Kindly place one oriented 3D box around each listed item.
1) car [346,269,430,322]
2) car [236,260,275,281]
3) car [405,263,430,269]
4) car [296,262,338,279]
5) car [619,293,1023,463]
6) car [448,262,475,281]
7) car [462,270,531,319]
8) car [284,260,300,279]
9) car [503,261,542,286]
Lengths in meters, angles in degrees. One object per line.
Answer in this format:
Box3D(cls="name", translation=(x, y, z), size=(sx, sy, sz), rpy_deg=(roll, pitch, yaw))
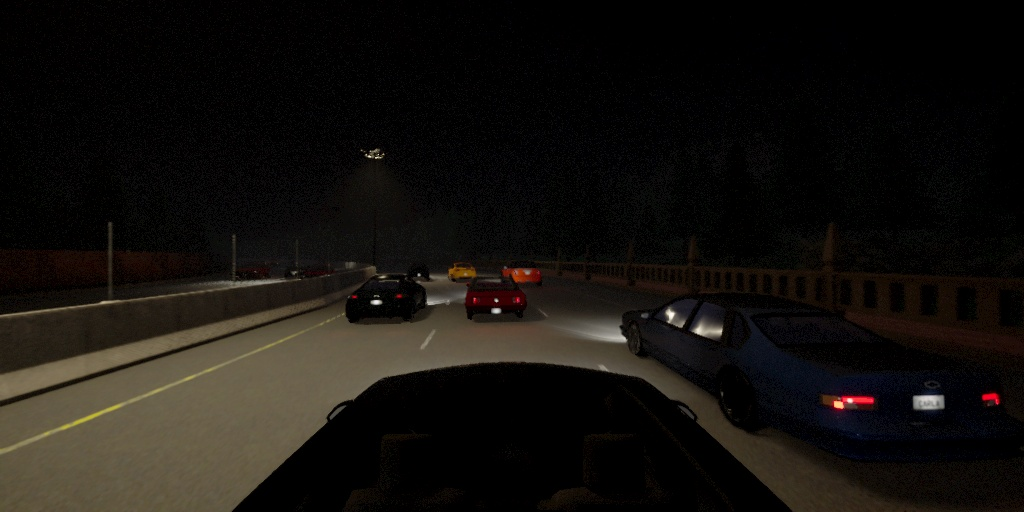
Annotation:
Box3D(cls="car", translation=(-4.235, 1.350, 12.640), size=(1.994, 1.385, 4.181), rpy_deg=(0, 0, -6))
Box3D(cls="car", translation=(-23.818, 1.377, 33.087), size=(1.882, 1.535, 5.008), rpy_deg=(0, 0, -22))
Box3D(cls="car", translation=(-8.469, 1.342, 32.209), size=(1.837, 1.490, 4.892), rpy_deg=(0, 0, -17))
Box3D(cls="car", translation=(-14.439, 1.377, 27.149), size=(1.812, 1.442, 4.674), rpy_deg=(0, 0, -16))
Box3D(cls="car", translation=(3.404, 1.291, 5.544), size=(2.033, 1.411, 5.357), rpy_deg=(0, 0, -3))
Box3D(cls="car", translation=(-4.360, 1.296, 30.715), size=(1.882, 1.535, 5.008), rpy_deg=(0, 0, -16))
Box3D(cls="car", translation=(-0.714, 1.374, 13.060), size=(1.895, 1.301, 4.718), rpy_deg=(0, 0, -6))
Box3D(cls="car", translation=(-20.889, 1.383, 35.189), size=(2.128, 1.511, 4.902), rpy_deg=(0, 0, -22))
Box3D(cls="car", translation=(0.559, 1.142, 25.670), size=(2.097, 1.767, 4.553), rpy_deg=(0, 0, -13))
